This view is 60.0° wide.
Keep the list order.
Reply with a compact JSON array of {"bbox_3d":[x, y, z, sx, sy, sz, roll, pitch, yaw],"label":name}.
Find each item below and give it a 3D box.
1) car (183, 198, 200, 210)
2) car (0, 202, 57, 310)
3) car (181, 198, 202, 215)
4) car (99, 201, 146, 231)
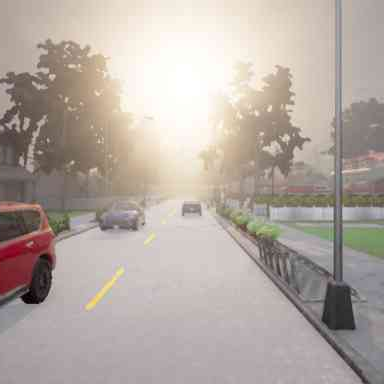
[{"bbox_3d":[-0.081,1.558,44.445,2.033,1.411,5.357,0,0,0],"label":"car"},{"bbox_3d":[-4.114,1.224,5.299,2.150,2.045,5.566,0,0,0],"label":"car"},{"bbox_3d":[-0.035,1.485,33.622,1.882,1.535,5.008,0,0,-1],"label":"car"},{"bbox_3d":[-4.167,1.357,20.521,2.097,1.767,4.553,0,0,0],"label":"car"}]
